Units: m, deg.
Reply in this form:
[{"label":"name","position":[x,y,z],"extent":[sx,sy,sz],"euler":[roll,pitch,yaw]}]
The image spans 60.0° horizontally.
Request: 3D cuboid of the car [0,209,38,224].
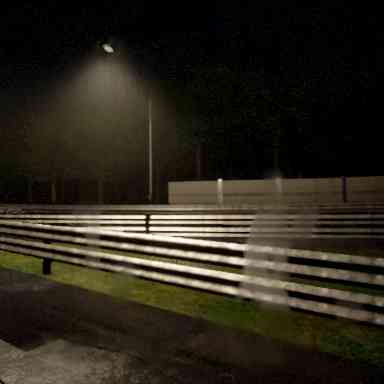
[{"label":"car","position":[-12.837,1.772,22.395],"extent":[4.718,1.301,1.895],"euler":[0,0,11]}]
